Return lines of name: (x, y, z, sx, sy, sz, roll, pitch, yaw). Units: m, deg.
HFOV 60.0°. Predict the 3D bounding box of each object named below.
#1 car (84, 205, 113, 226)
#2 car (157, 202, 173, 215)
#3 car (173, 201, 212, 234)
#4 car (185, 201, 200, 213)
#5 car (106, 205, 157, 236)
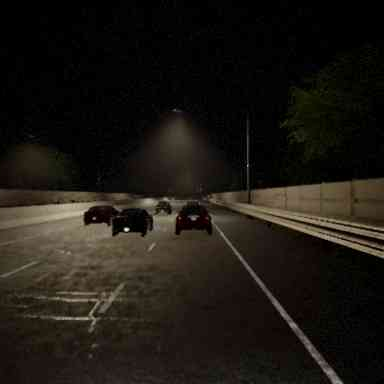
car: (-6.906, 1.749, 26.016, 1.882, 1.535, 5.008, 0, -1, 0)
car: (-3.408, 1.940, 40.787, 1.837, 1.490, 4.892, 0, -1, 0)
car: (0.096, 1.570, 21.080, 2.097, 1.767, 4.553, 0, -1, 0)
car: (0.091, 1.953, 44.368, 1.882, 1.535, 5.008, 0, -1, 0)
car: (-3.405, 1.710, 19.720, 1.837, 1.490, 4.892, 0, 0, 0)
